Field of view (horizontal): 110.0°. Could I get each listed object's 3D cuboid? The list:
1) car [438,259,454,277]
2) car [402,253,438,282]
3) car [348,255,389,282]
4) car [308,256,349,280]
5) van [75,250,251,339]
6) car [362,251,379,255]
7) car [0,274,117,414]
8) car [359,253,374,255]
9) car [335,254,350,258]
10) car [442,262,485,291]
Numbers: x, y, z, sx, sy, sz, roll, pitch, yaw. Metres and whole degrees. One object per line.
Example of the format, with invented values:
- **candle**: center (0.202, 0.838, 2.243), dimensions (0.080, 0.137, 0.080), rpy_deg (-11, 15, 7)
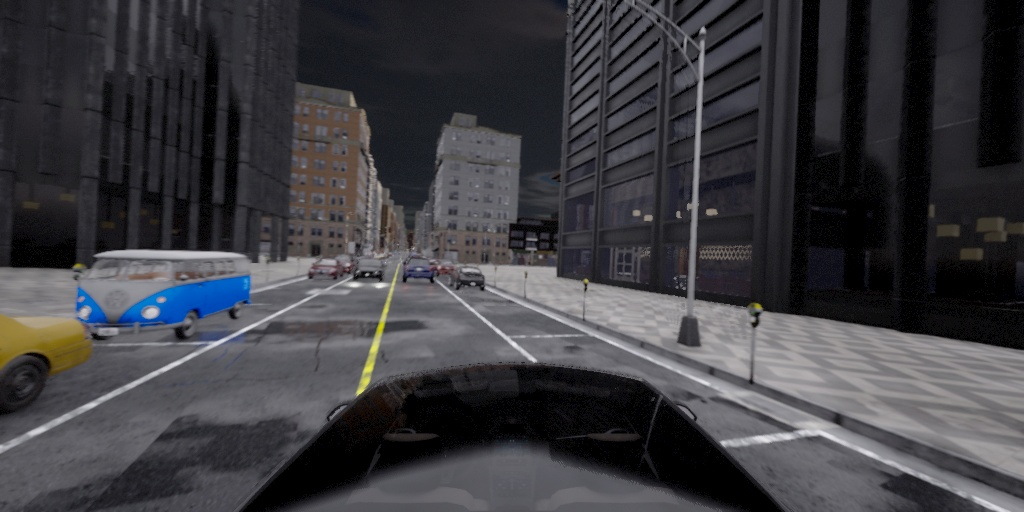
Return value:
- **car**: center (-6.060, 1.030, 32.277), dimensions (1.967, 1.591, 4.097), rpy_deg (0, 0, -17)
- **car**: center (-6.845, 0.883, 26.104), dimensions (2.097, 1.767, 4.553), rpy_deg (3, 0, -17)
- **car**: center (-9.714, 0.898, 24.689), dimensions (1.837, 1.490, 4.892), rpy_deg (3, 0, -17)
- **car**: center (-12.568, 0.841, 24.419), dimensions (1.802, 1.307, 4.207), rpy_deg (0, 0, -17)
- **van**: center (-7.636, 0.767, 8.235), dimensions (1.690, 1.789, 3.998), rpy_deg (0, 0, -17)
- **car**: center (-20.787, 0.277, 51.394), dimensions (2.192, 1.841, 5.009), rpy_deg (0, 0, -17)
- **car**: center (-5.942, 1.002, 2.675), dimensions (1.751, 1.417, 4.829), rpy_deg (0, 0, -17)
- **car**: center (-19.144, 0.588, 45.999), dimensions (1.948, 1.339, 4.313), rpy_deg (0, 0, -17)
- **car**: center (-14.213, 0.640, 29.815), dimensions (1.967, 1.591, 4.097), rpy_deg (0, 0, -17)
- **car**: center (-2.772, 1.257, 21.489), dimensions (2.007, 1.370, 4.403), rpy_deg (0, 0, -17)
